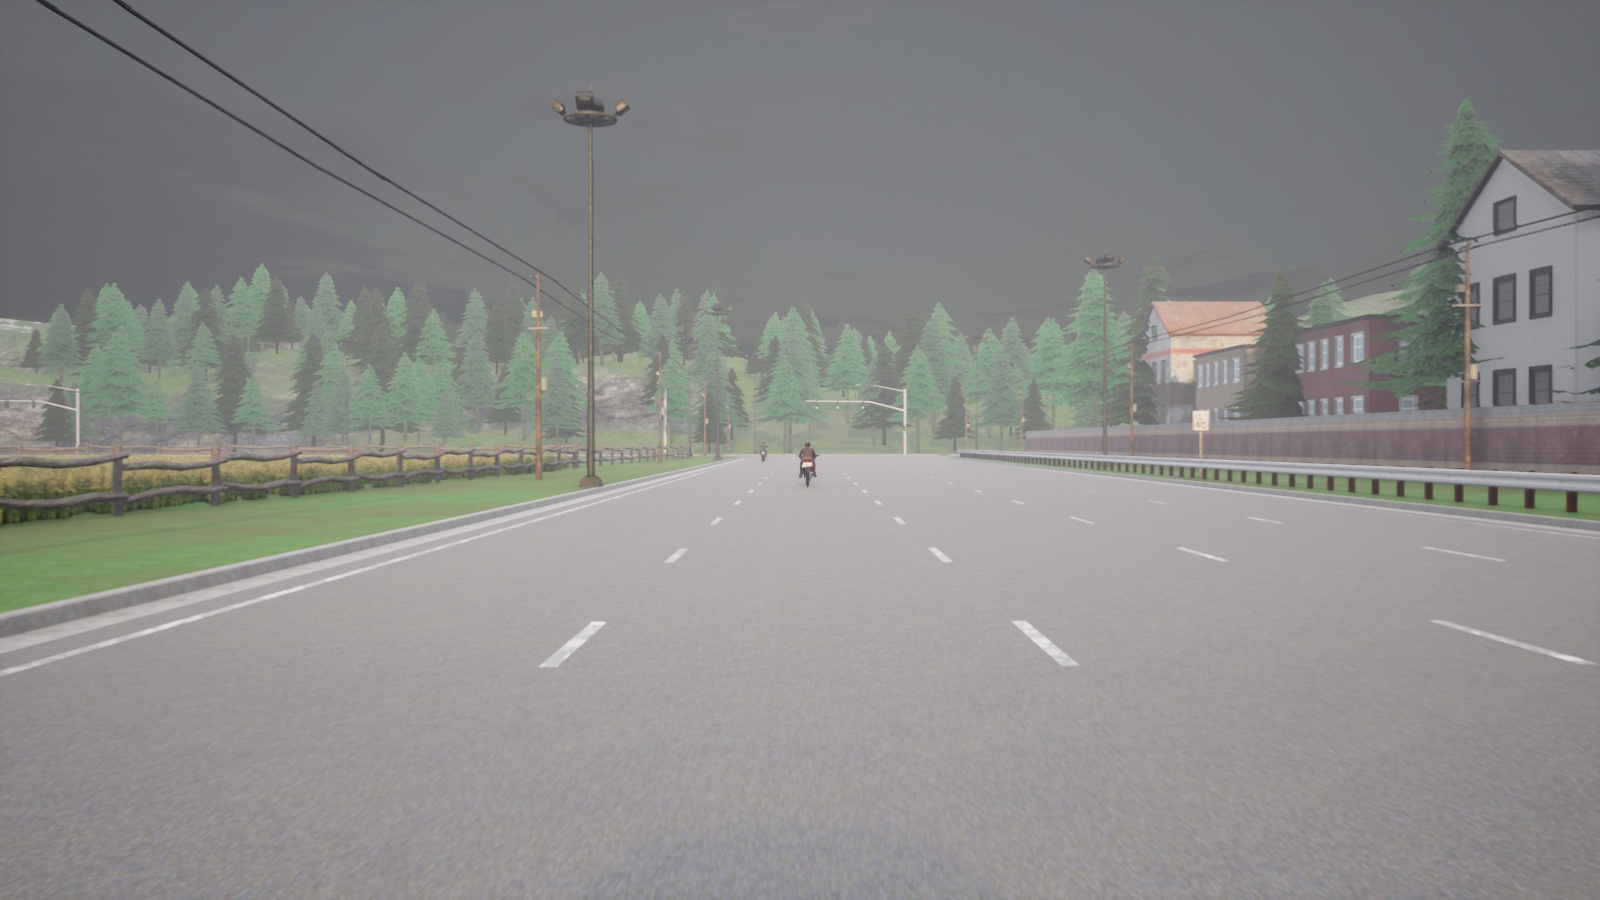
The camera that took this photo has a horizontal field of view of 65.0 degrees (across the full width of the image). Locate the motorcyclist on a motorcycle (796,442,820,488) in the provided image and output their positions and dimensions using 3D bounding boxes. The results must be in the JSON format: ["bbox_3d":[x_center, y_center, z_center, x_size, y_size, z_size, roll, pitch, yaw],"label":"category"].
[{"bbox_3d":[0.260,0.487,42.827,0.797,1.523,2.044,0,0,0],"label":"motorcyclist on a motorcycle"}]
